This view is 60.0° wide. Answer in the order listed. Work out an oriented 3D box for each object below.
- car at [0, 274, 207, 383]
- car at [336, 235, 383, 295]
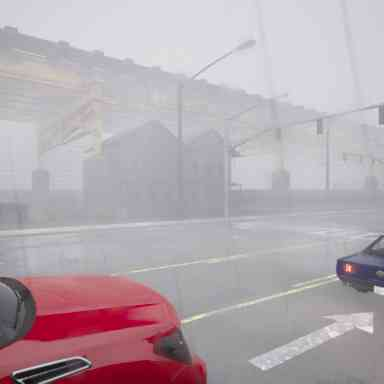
[{"bbox_3d":[-2.526,1.221,1.943,5.566,2.045,2.150,0,0,-36],"label":"car"},{"bbox_3d":[5.427,1.601,7.616,4.718,1.301,1.895,0,0,-35],"label":"car"}]
